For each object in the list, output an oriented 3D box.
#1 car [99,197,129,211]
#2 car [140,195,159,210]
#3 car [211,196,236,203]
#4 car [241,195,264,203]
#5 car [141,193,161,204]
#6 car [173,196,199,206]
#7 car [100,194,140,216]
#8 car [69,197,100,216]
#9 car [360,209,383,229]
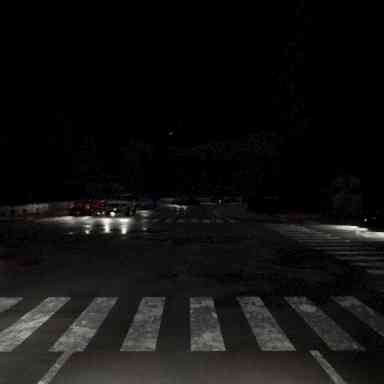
[{"bbox_3d":[-9.725,1.476,42.083,1.882,1.535,5.008,0,0,10],"label":"car"},{"bbox_3d":[-6.138,1.524,42.593,1.812,1.442,4.674,0,0,12],"label":"car"},{"bbox_3d":[6.428,1.545,67.067,5.357,1.411,2.033,0,0,-33],"label":"car"},{"bbox_3d":[12.043,1.349,66.045,4.553,1.767,2.097,0,0,-23],"label":"car"},{"bbox_3d":[-6.961,1.220,51.768,2.150,2.045,5.566,0,0,26],"label":"car"},{"bbox_3d":[-0.558,1.524,55.756,1.812,1.442,4.674,0,0,37],"label":"car"},{"bbox_3d":[-6.947,1.220,32.892,2.150,2.045,5.566,0,0,1],"label":"car"},{"bbox_3d":[-10.396,1.351,32.885,2.097,1.767,4.553,0,0,3],"label":"car"},{"bbox_3d":[13.098,1.619,21.272,4.181,1.385,1.994,0,0,0],"label":"car"}]
